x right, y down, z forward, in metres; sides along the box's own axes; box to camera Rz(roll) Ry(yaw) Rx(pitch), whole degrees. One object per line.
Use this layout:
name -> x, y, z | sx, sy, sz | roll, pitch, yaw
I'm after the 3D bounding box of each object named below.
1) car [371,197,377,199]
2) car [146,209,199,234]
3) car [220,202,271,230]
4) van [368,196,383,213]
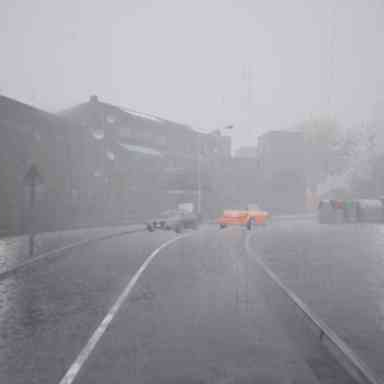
car -> 19.944, 1.408, 31.628 | 5.566, 2.045, 2.150 | -2, -2, -12
car -> -1.092, 1.723, 20.350 | 1.994, 1.385, 4.181 | -1, -2, 23
car -> 3.712, 1.552, 22.463 | 2.097, 1.767, 4.553 | -1, -3, 31
van -> 23.765, 1.507, 40.199 | 1.878, 1.987, 4.442 | -3, -2, -12
